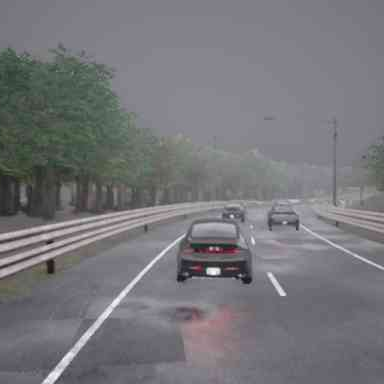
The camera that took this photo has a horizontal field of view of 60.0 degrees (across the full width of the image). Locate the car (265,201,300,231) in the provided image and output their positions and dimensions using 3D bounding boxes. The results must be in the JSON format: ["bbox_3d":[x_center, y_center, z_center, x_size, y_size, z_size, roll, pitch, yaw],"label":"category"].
[{"bbox_3d":[5.881,1.618,21.846,2.128,1.511,4.902,1,-1,11],"label":"car"}]

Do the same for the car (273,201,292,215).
[{"bbox_3d":[11.151,1.905,40.812,1.837,1.490,4.892,1,-1,20],"label":"car"}]

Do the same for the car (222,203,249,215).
[{"bbox_3d":[3.635,1.661,28.004,1.837,1.490,4.892,0,-1,13],"label":"car"}]

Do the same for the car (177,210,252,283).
[{"bbox_3d":[0.671,1.515,9.771,1.837,1.490,4.892,0,0,5],"label":"car"}]
